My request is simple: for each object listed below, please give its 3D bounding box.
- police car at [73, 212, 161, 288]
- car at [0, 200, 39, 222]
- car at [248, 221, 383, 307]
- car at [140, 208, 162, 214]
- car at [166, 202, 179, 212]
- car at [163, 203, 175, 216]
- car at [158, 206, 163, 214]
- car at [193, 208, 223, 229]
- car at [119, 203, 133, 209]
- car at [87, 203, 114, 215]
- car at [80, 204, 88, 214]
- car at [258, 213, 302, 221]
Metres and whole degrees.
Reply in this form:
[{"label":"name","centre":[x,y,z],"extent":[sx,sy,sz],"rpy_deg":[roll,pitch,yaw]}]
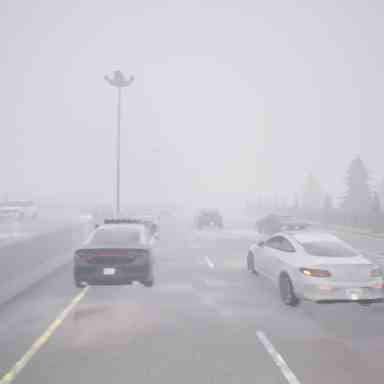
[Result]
[{"label":"police car","centre":[-2.042,1.604,9.958],"extent":[1.930,1.638,5.238],"rpy_deg":[0,-1,-5]},{"label":"car","centre":[-16.999,1.781,32.629],"extent":[2.150,2.045,5.566],"rpy_deg":[0,-1,-4]},{"label":"car","centre":[2.756,1.700,8.351],"extent":[1.812,1.442,4.674],"rpy_deg":[0,-1,-5]},{"label":"car","centre":[-2.860,1.906,19.811],"extent":[1.812,1.442,4.674],"rpy_deg":[0,-1,-5]},{"label":"car","centre":[-3.581,2.509,57.647],"extent":[2.097,1.767,4.553],"rpy_deg":[0,-1,6]},{"label":"car","centre":[-3.778,2.510,45.502],"extent":[1.895,1.301,4.718],"rpy_deg":[0,-1,-1]},{"label":"car","centre":[-3.356,2.028,25.789],"extent":[1.812,1.442,4.674],"rpy_deg":[0,-1,-5]},{"label":"car","centre":[1.250,2.050,26.514],"extent":[1.837,1.490,4.892],"rpy_deg":[0,-1,-5]},{"label":"car","centre":[-14.971,3.048,74.056],"extent":[1.895,1.301,4.718],"rpy_deg":[0,-1,12]},{"label":"car","centre":[-10.471,2.235,39.463],"extent":[2.128,1.511,4.902],"rpy_deg":[0,-1,-4]},{"label":"car","centre":[-14.331,2.376,47.218],"extent":[2.128,1.511,4.902],"rpy_deg":[0,-1,-1]},{"label":"car","centre":[5.305,1.982,20.022],"extent":[2.033,1.411,5.357],"rpy_deg":[0,-1,-4]}]
